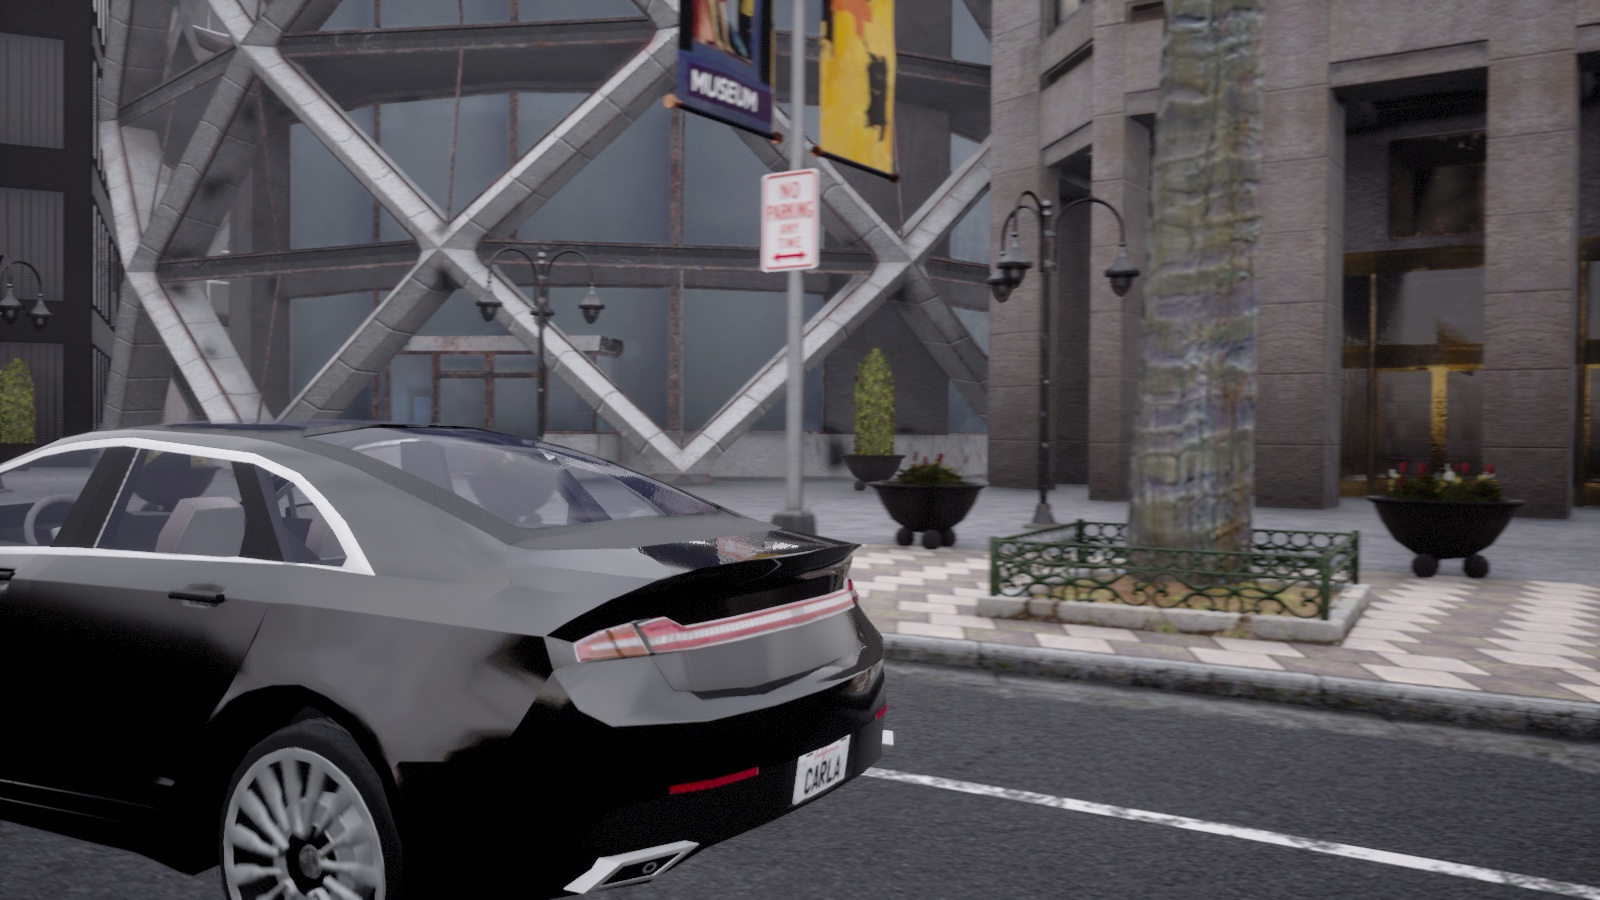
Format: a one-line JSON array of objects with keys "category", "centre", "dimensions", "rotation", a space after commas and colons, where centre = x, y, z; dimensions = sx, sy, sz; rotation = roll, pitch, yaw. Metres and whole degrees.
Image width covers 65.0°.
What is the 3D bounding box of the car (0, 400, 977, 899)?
[{"category": "car", "centre": [-2.045, 0.640, 4.663], "dimensions": [4.902, 1.511, 2.128], "rotation": [0, 1, 29]}]
